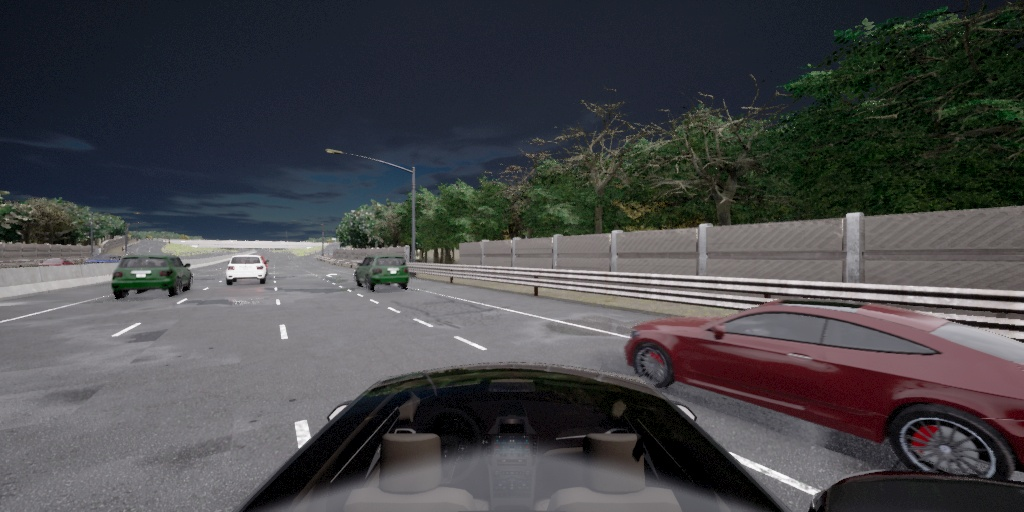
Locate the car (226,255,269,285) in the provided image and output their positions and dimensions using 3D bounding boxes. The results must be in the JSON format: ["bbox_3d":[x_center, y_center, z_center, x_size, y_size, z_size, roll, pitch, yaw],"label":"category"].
[{"bbox_3d":[-19.273,0.957,26.159,2.150,2.045,5.566,0,0,-34],"label":"car"}]

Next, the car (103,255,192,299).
[{"bbox_3d":[-18.344,0.964,18.497,2.150,2.045,5.566,0,0,-34],"label":"car"}]

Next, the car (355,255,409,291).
[{"bbox_3d":[-8.064,0.967,22.027,2.150,2.045,5.566,0,0,-34],"label":"car"}]

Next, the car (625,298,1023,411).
[{"bbox_3d":[3.707,1.276,4.623,1.812,1.442,4.674,0,0,-34],"label":"car"}]

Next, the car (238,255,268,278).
[{"bbox_3d":[-25.262,0.946,35.111,2.150,2.045,5.566,0,0,-34],"label":"car"}]

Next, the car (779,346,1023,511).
[{"bbox_3d":[2.986,1.315,0.409,4.181,1.385,1.994,0,0,34],"label":"car"}]
